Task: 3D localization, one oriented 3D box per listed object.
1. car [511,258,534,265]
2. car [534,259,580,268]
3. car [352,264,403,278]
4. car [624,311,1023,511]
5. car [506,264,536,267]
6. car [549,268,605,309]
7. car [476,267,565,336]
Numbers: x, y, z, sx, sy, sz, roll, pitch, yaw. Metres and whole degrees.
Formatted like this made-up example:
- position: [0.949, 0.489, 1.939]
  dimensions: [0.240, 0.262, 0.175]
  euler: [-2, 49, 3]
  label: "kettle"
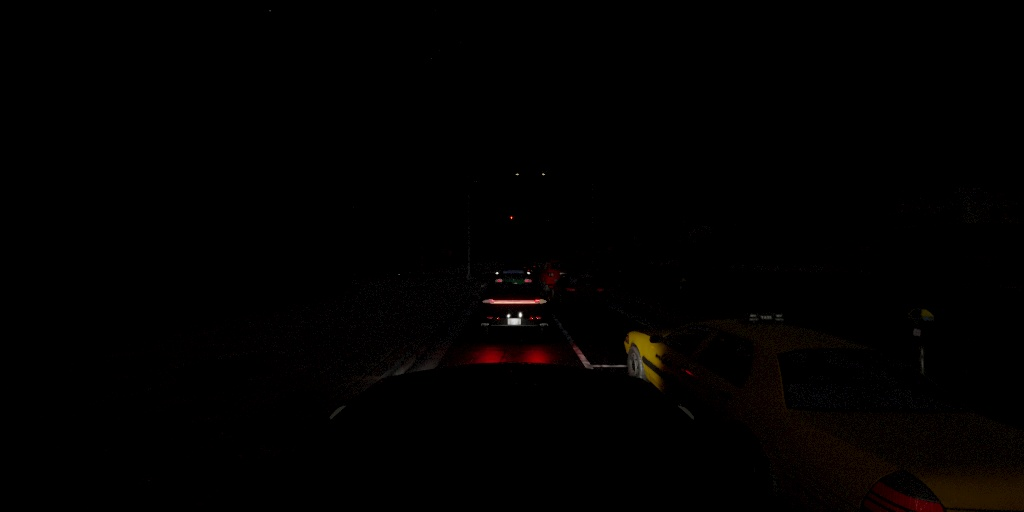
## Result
- position: [0.810, 1.308, 39.375]
  dimensions: [1.837, 1.490, 4.892]
  euler: [-4, 2, -29]
  label: "car"
- position: [2.663, 1.076, 20.219]
  dimensions: [2.192, 1.841, 5.009]
  euler: [0, 0, 0]
  label: "car"
- position: [-12.208, 1.343, 31.807]
  dimensions: [4.718, 1.301, 1.895]
  euler: [0, -1, 0]
  label: "car"
- position: [2.642, 1.276, 4.042]
  dimensions: [1.751, 1.417, 4.829]
  euler: [0, 0, 0]
  label: "car"
- position: [0.053, 1.325, 19.337]
  dimensions: [1.994, 1.385, 4.181]
  euler: [0, 0, -1]
  label: "car"
- position: [2.656, 1.338, 14.770]
  dimensions: [1.802, 1.307, 4.207]
  euler: [0, 0, 0]
  label: "car"
- position: [0.077, 1.245, 10.393]
  dimensions: [2.128, 1.511, 4.902]
  euler: [0, 0, 1]
  label: "car"
